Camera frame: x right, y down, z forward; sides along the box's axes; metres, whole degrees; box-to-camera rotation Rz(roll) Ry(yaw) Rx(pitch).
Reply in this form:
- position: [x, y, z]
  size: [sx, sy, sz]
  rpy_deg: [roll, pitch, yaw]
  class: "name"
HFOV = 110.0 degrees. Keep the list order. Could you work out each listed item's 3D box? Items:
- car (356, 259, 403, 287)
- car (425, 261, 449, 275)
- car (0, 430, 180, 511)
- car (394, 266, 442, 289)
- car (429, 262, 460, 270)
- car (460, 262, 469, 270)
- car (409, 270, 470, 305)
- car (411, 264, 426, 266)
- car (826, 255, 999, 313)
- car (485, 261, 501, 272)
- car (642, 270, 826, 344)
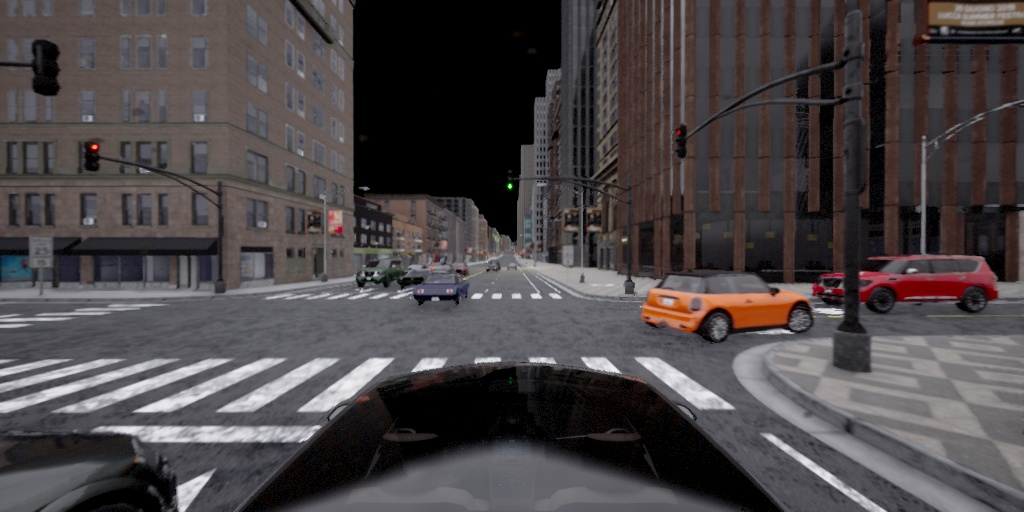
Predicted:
- position: [-9.845, 1.237, 27.382]
  size: [2.150, 2.045, 5.566]
  rpy_deg: [0, -1, 0]
  class: "car"
- position: [-9.817, 1.572, 47.380]
  size: [2.097, 1.767, 4.553]
  rpy_deg: [0, -1, 1]
  class: "car"
- position: [-3.149, 1.303, 0.564]
  size: [1.994, 1.385, 4.181]
  rpy_deg: [0, -1, 0]
  class: "car"
- position: [-6.581, 1.599, 25.708]
  size: [1.895, 1.301, 4.718]
  rpy_deg: [0, -1, -1]
  class: "car"
- position: [-6.589, 1.599, 34.979]
  size: [1.837, 1.490, 4.892]
  rpy_deg: [0, -1, 0]
  class: "car"
- position: [-6.576, 1.546, 44.814]
  size: [2.097, 1.767, 4.553]
  rpy_deg: [0, -1, 0]
  class: "car"
- position: [-3.144, 1.507, 16.976]
  size: [1.895, 1.301, 4.718]
  rpy_deg: [0, -1, 0]
  class: "car"
- position: [-9.853, 1.596, 37.373]
  size: [1.882, 1.535, 5.008]
  rpy_deg: [0, -1, 1]
  class: "car"
- position: [14.844, 0.991, 13.700]
  size: [5.566, 2.045, 2.150]
  rpy_deg: [0, 0, 0]
  class: "car"
- position: [-3.134, 1.916, 57.014]
  size: [1.895, 1.301, 4.718]
  rpy_deg: [0, -1, 0]
  class: "car"
- position: [5.963, 1.180, 9.913]
  size: [4.553, 1.767, 2.097]
  rpy_deg: [0, 1, -21]
  class: "car"
